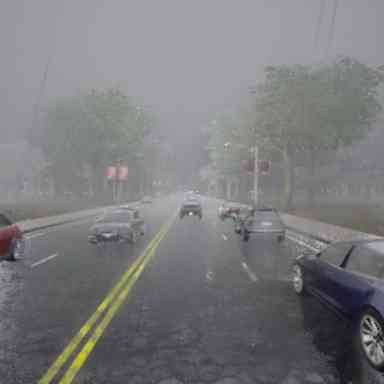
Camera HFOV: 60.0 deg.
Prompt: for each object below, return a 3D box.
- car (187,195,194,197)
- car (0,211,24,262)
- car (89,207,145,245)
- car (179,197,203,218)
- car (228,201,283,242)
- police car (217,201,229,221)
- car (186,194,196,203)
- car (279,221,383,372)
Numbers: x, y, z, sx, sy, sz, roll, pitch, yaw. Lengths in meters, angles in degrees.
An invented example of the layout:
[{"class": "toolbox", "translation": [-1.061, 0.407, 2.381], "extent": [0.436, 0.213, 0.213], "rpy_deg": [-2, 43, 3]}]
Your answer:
[{"class": "car", "translation": [-0.074, 1.567, 56.231], "extent": [1.812, 1.442, 4.674], "rpy_deg": [0, 0, 0]}, {"class": "car", "translation": [-6.608, 1.359, 9.094], "extent": [2.097, 1.767, 4.553], "rpy_deg": [0, 0, 0]}, {"class": "car", "translation": [-3.365, 1.517, 15.722], "extent": [1.837, 1.490, 4.892], "rpy_deg": [0, 0, 0]}, {"class": "car", "translation": [-0.081, 1.530, 30.292], "extent": [1.837, 1.490, 4.892], "rpy_deg": [0, 0, 0]}, {"class": "car", "translation": [3.234, 1.445, 16.640], "extent": [2.033, 1.649, 4.856], "rpy_deg": [0, 0, 0]}, {"class": "police car", "translation": [3.208, 1.527, 27.646], "extent": [2.038, 1.542, 4.974], "rpy_deg": [0, 0, 0]}, {"class": "car", "translation": [-0.288, 1.401, 74.204], "extent": [2.097, 1.767, 4.553], "rpy_deg": [0, 0, 0]}, {"class": "car", "translation": [3.248, 1.508, 5.664], "extent": [2.163, 1.488, 4.792], "rpy_deg": [0, 0, 0]}]
